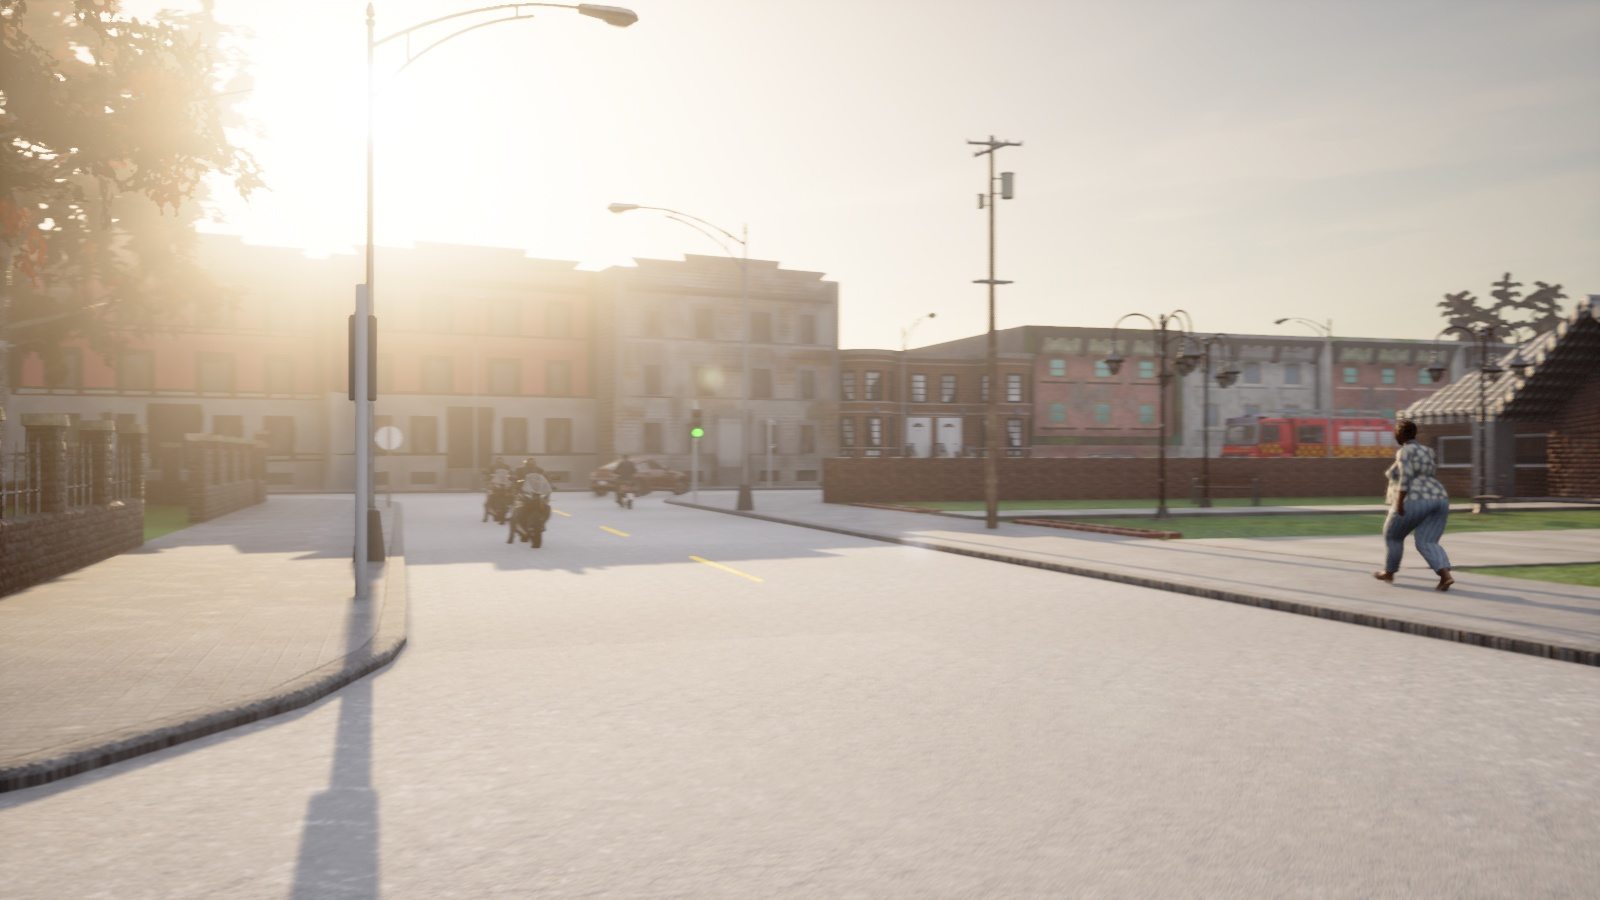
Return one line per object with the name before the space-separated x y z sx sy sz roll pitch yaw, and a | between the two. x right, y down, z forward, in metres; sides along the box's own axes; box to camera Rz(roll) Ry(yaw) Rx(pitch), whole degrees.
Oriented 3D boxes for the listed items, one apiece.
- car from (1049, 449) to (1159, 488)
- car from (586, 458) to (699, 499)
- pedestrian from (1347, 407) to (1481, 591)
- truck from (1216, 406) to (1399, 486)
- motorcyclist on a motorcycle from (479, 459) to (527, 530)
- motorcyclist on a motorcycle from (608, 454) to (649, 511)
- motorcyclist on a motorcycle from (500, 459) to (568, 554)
car | 14.188 0.860 58.730 4.553 1.767 2.097 0 0 -17
car | -5.873 1.053 47.313 1.812 1.442 4.674 -1 -1 29
pedestrian | 6.455 0.495 13.227 0.874 1.855 0.900 0 0 -18
truck | 25.126 -0.192 62.159 8.468 3.827 2.891 0 0 -17
motorcyclist on a motorcycle | -6.722 0.963 28.346 0.866 1.530 2.191 0 0 -18
motorcyclist on a motorcycle | -4.928 0.915 36.043 0.866 1.590 1.817 0 0 -17
motorcyclist on a motorcycle | -4.542 0.916 21.316 0.866 1.530 2.191 0 0 -19
